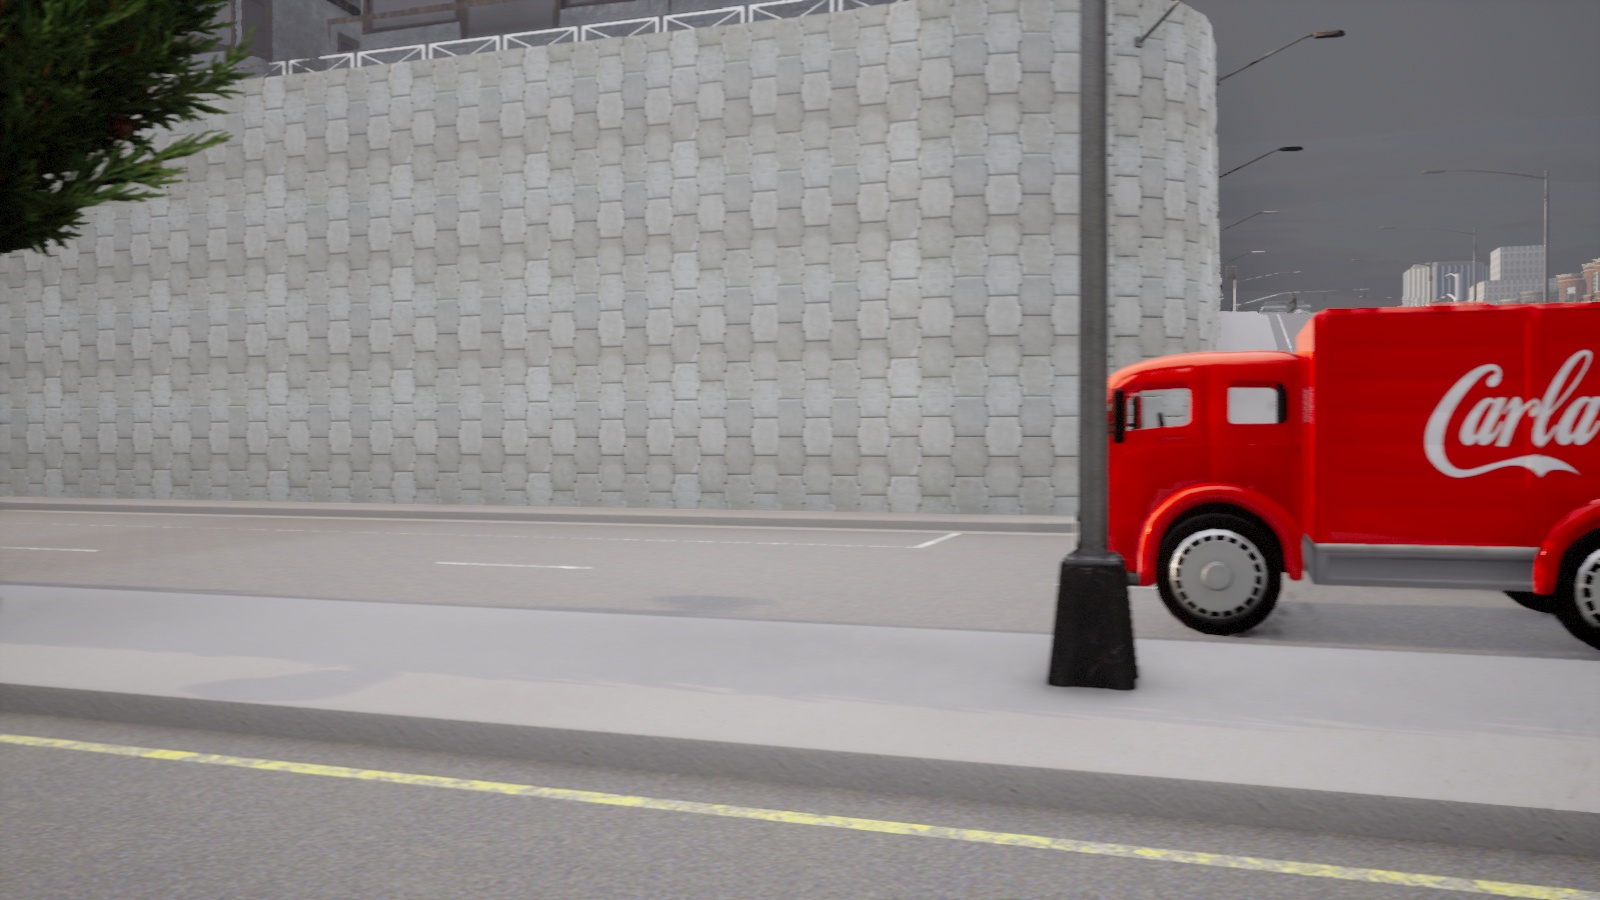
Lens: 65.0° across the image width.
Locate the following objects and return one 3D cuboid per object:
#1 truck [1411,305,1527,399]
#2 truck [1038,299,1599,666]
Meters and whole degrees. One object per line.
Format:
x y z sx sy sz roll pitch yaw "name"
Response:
22.916 -3.445 43.270 2.627 2.467 5.204 1 12 19 "truck"
4.716 0.194 10.038 5.204 2.467 2.627 0 1 19 "truck"
